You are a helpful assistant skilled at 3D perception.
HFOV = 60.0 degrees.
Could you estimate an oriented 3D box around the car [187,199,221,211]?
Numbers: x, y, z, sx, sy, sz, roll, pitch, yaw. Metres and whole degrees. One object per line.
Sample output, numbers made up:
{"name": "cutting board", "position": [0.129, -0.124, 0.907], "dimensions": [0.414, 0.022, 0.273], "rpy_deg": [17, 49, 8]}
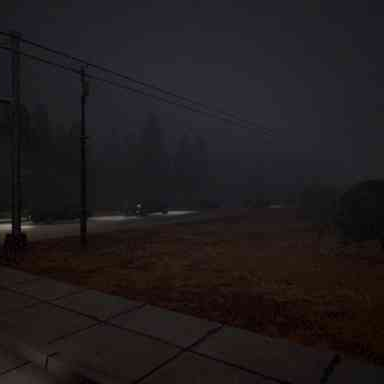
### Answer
{"name": "car", "position": [1.523, 1.509, 39.971], "dimensions": [1.895, 1.301, 4.718], "rpy_deg": [0, 0, 37]}

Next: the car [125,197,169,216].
{"name": "car", "position": [-4.327, 1.312, 32.097], "dimensions": [2.097, 1.767, 4.553], "rpy_deg": [0, 0, 37]}

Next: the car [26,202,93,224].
{"name": "car", "position": [-9.732, 1.513, 24.808], "dimensions": [1.837, 1.490, 4.892], "rpy_deg": [0, 0, 37]}

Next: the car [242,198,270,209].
{"name": "car", "position": [8.395, 1.466, 43.049], "dimensions": [1.895, 1.301, 4.718], "rpy_deg": [0, 0, 37]}
